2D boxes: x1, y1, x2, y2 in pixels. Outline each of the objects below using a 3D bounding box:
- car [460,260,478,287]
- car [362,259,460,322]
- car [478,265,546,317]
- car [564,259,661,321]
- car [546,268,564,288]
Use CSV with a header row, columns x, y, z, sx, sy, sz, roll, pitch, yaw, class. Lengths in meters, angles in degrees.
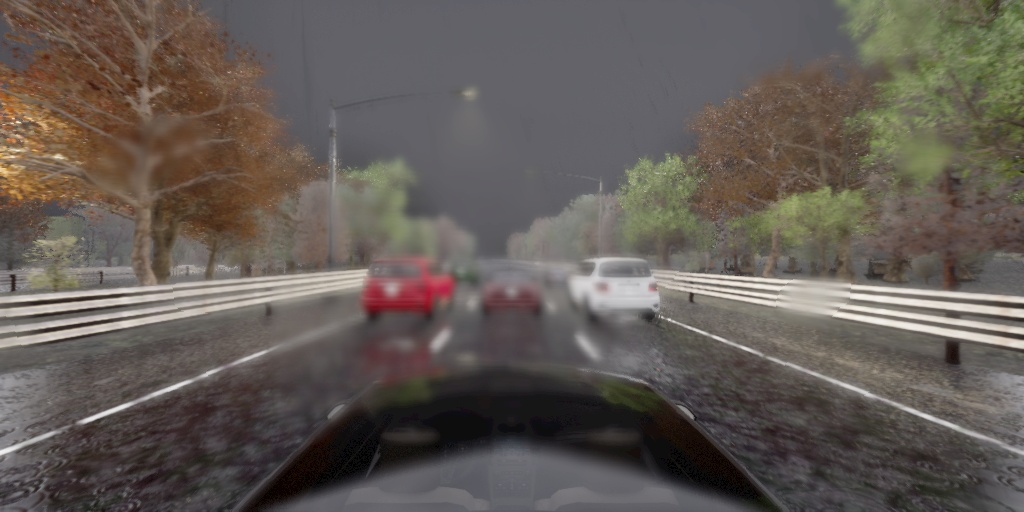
x,y,z,sx,sy,sz,roll,pitch,yaw,class
-3.615,1.307,28.161,2.150,2.045,5.566,0,0,0,car
-3.500,1.120,13.157,2.150,2.045,5.566,0,0,0,car
0.007,1.261,14.182,2.097,1.767,4.553,0,-1,0,car
3.500,1.120,13.205,2.150,2.045,5.566,0,0,0,car
3.384,1.619,27.131,2.033,1.411,5.357,0,-1,0,car
